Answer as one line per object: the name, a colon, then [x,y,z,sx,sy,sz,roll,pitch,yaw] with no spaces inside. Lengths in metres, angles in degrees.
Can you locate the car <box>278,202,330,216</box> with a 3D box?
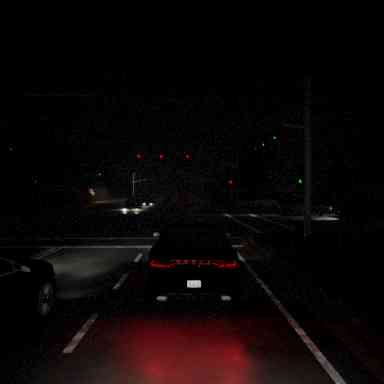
car: [10.866,1.597,32.336,4.718,1.301,1.895,0,0,-2]

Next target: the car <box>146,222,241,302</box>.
car: [0.001,1.477,8.365,1.882,1.535,5.008,0,0,-1]

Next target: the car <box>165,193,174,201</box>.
car: [-5.688,1.259,85.134,2.097,1.767,4.553,0,0,-1]

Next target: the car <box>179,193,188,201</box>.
car: [-2.182,1.215,84.962,2.150,2.045,5.566,0,0,-1]

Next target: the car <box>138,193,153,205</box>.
car: [-8.546,1.214,57.169,2.150,2.045,5.566,0,0,-1]

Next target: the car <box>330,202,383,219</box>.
car: [14.762,1.560,28.946,4.181,1.385,1.994,0,0,-2]

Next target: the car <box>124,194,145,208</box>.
car: [-8.307,1.472,47.102,1.882,1.535,5.008,0,0,-1]

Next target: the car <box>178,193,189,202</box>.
car: [-1.900,1.216,74.229,2.150,2.045,5.566,0,0,-1]

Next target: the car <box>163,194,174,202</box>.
car: [-5.415,1.524,74.529,2.033,1.411,5.357,0,0,-1]

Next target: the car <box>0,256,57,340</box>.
car: [-3.468,1.491,4.374,2.128,1.511,4.902,0,0,0]
